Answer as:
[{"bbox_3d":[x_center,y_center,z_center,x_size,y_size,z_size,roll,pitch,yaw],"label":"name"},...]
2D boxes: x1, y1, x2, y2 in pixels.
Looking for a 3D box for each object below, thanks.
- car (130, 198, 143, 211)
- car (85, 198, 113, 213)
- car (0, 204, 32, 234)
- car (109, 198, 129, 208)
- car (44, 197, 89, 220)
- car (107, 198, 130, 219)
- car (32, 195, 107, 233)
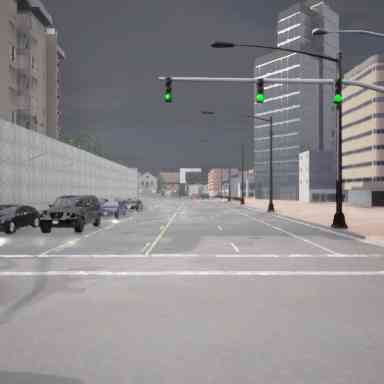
[{"bbox_3d":[-7.116,1.491,40.051,2.128,1.511,4.902,0,0,0],"label":"car"},{"bbox_3d":[-10.618,1.505,38.321,1.837,1.490,4.892,0,0,0],"label":"car"},{"bbox_3d":[-10.612,1.505,19.435,1.837,1.490,4.892,0,0,0],"label":"car"},{"bbox_3d":[-10.586,1.601,48.381,1.895,1.301,4.718,0,0,0],"label":"car"},{"bbox_3d":[-10.618,1.352,28.503,2.097,1.767,4.553,0,0,0],"label":"car"},{"bbox_3d":[-7.117,1.526,29.708,1.812,1.442,4.674,0,0,0],"label":"car"},{"bbox_3d":[-7.109,1.221,20.068,2.150,2.045,5.566,0,0,0],"label":"car"}]
